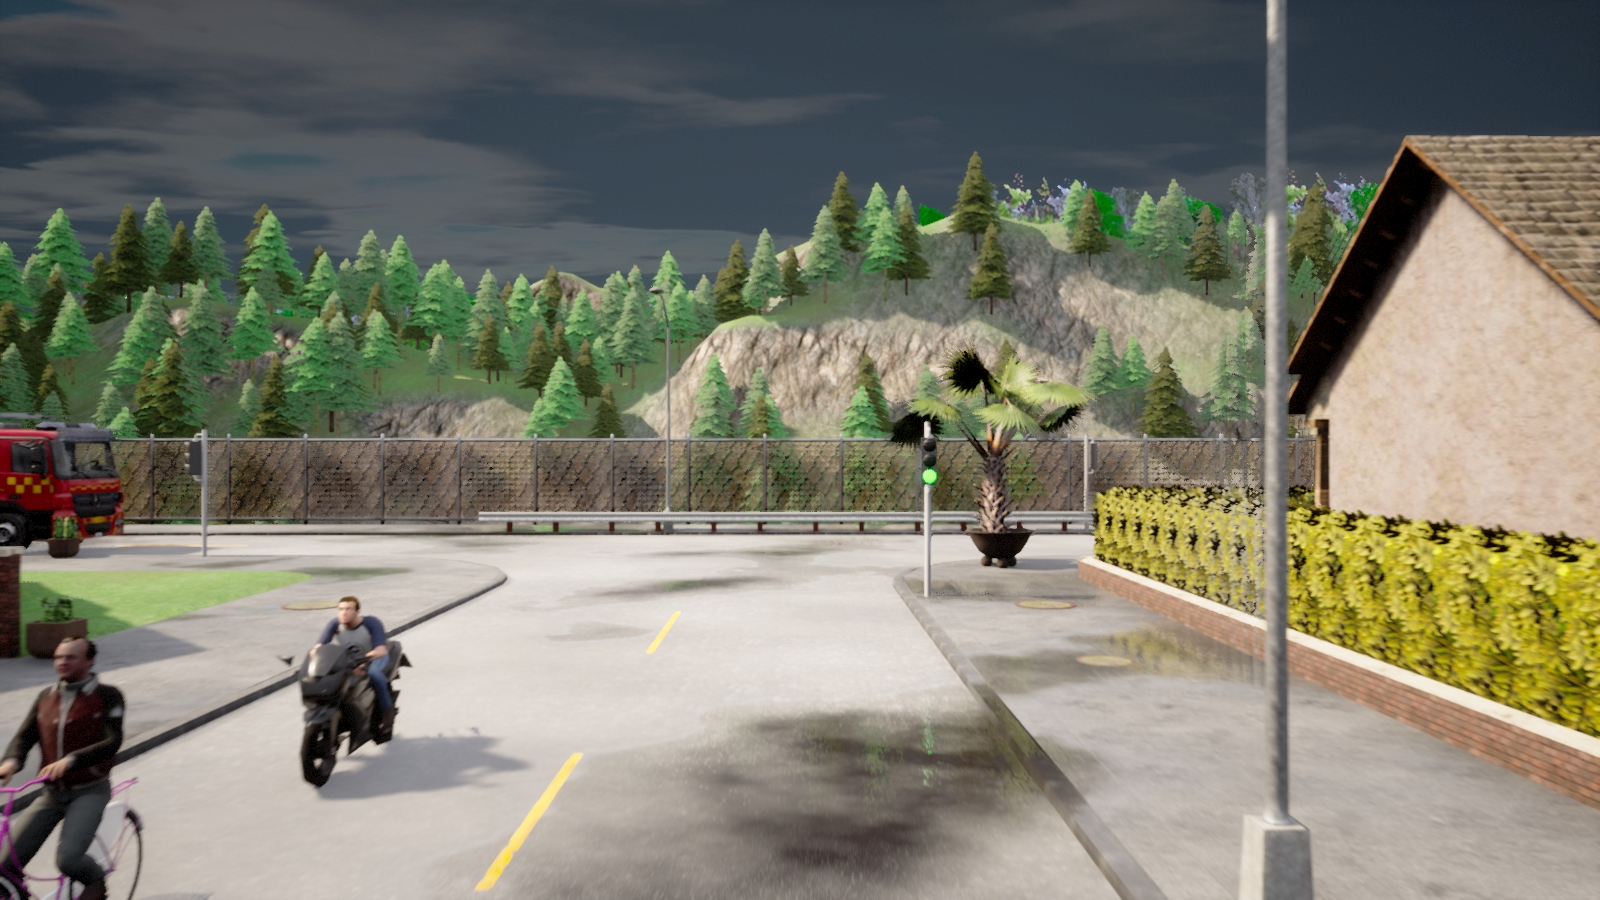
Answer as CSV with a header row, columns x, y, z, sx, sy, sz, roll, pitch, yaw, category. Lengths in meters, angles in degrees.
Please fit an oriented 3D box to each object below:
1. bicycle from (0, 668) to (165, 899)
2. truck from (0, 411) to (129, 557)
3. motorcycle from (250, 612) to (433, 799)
x,y,z,sx,sy,sz,roll,pitch,yaw,category
-4.033,2.060,6.053,0.329,1.471,1.835,0,0,-1,bicycle
-23.580,0.891,31.496,8.468,3.827,2.891,0,0,0,truck
-3.989,2.186,10.145,0.803,1.199,2.033,0,0,0,motorcycle
